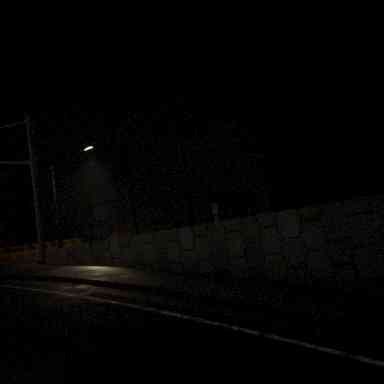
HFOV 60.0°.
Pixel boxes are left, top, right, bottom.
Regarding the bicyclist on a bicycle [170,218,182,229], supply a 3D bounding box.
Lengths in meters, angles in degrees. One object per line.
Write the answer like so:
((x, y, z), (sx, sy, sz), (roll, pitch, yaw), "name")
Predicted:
((-1.313, 2.911, 27.267), (1.656, 1.620, 0.582), (-14, -8, 36), "bicyclist on a bicycle")
